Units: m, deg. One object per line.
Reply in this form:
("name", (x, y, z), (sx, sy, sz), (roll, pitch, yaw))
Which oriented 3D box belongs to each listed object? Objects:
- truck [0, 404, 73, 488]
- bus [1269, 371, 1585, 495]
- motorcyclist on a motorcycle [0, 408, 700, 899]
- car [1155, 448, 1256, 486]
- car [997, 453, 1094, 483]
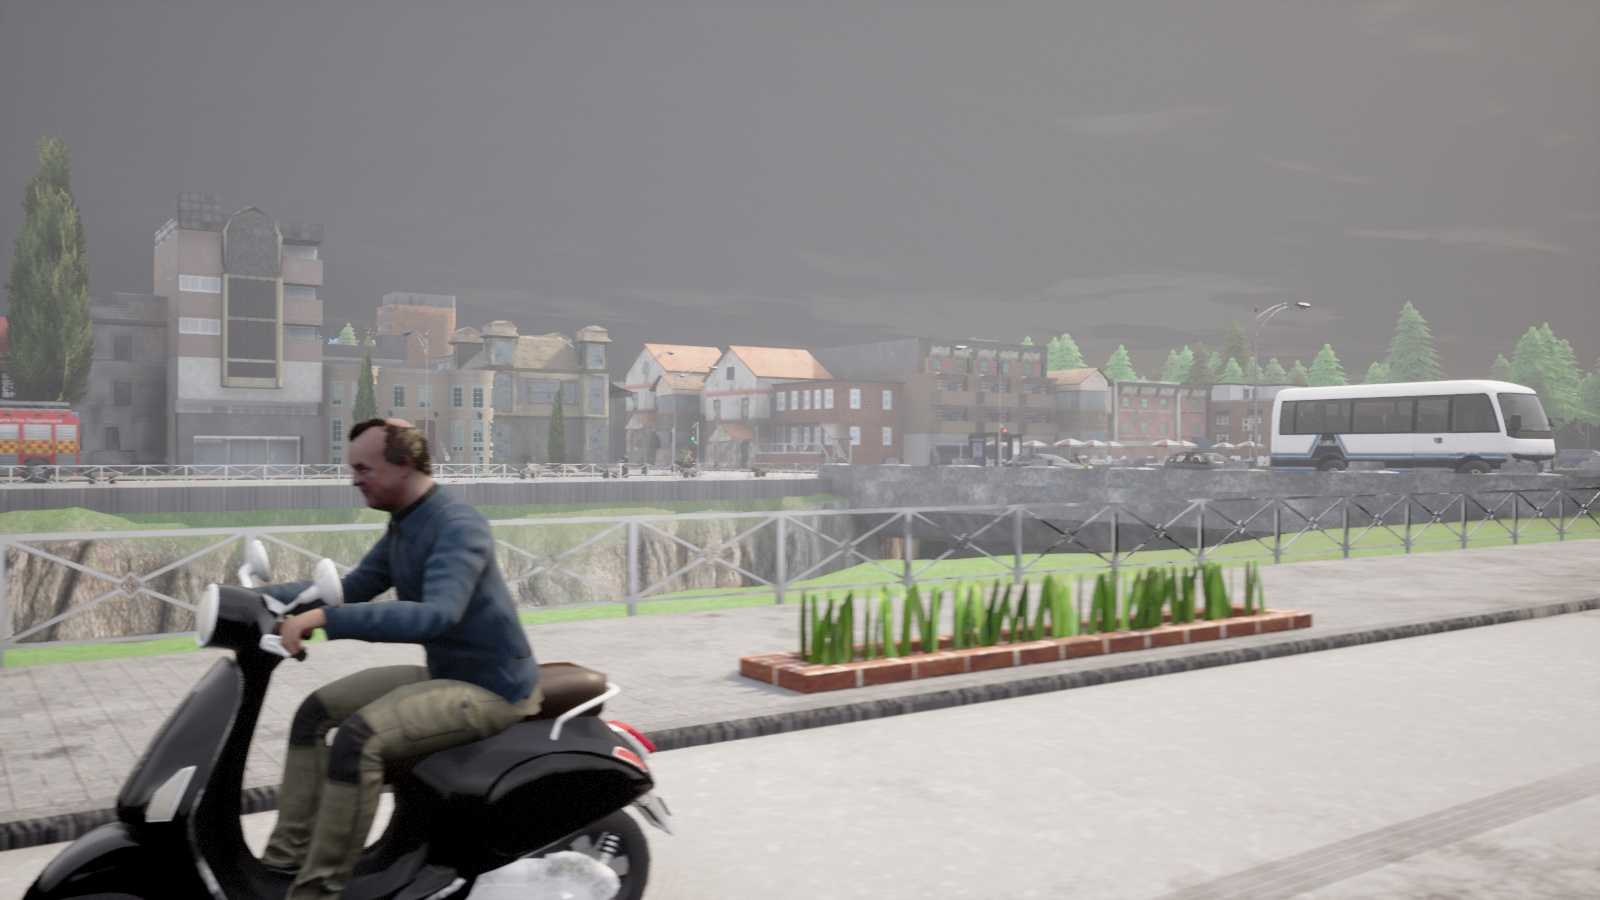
("truck", (-38.385, -0.197, 57.617), (8.468, 3.827, 2.891), (0, 0, -35))
("bus", (23.636, -0.564, 48.149), (3.944, 4.253, 10.273), (0, 0, -33))
("motorcyclist on a motorcycle", (-1.276, 0.709, 3.381), (1.817, 1.590, 0.866), (0, 0, -35))
("car", (18.073, 0.742, 56.081), (1.851, 1.617, 3.988), (0, 0, -33))
("car", (12.466, 0.880, 63.989), (1.837, 1.490, 4.892), (0, 0, -36))
